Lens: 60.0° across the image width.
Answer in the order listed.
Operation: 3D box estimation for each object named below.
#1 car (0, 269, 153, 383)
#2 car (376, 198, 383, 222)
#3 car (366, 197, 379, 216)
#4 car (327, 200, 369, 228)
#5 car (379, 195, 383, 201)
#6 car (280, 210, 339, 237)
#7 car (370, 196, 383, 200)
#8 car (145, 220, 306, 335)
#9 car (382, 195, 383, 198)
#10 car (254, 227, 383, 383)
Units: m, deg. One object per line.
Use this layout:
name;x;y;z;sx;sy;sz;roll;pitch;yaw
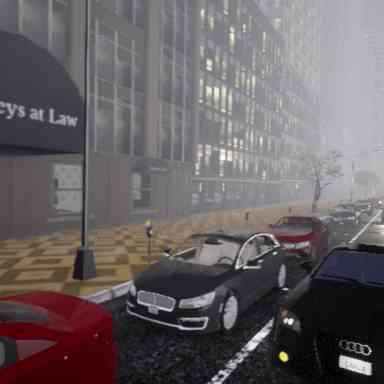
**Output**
car;-2.400;1.439;1.751;1.887;1.381;4.507;2;1;32
car;15.485;1.497;25.233;2.033;1.411;5.357;2;1;32
car;15.698;1.410;30.654;2.008;1.369;4.403;2;1;32
car;9.665;1.422;21.020;2.008;1.369;4.403;2;1;32
car;42.846;1.352;74.009;2.008;1.369;4.403;2;1;32
car;3.632;1.465;11.386;1.802;1.307;4.206;2;1;32
car;21.730;1.429;40.289;1.802;1.307;4.206;2;1;32
car;0.616;1.439;6.569;2.008;1.369;4.403;2;1;32
car;24.749;1.281;45.104;1.967;1.590;4.097;2;1;32
car;2.682;1.535;4.980;1.994;1.385;4.181;2;1;32
